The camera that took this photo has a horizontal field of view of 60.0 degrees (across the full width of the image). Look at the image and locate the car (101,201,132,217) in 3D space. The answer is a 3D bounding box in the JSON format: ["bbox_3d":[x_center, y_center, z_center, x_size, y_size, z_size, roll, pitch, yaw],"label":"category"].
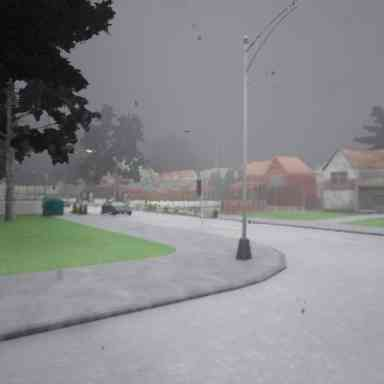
[{"bbox_3d":[-7.688,1.660,33.495,1.812,1.442,4.674,1,0,-36],"label":"car"}]

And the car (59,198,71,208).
[{"bbox_3d":[-19.871,1.662,50.655,1.812,1.442,4.674,1,-1,-35],"label":"car"}]
